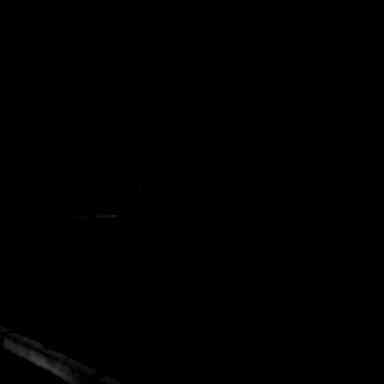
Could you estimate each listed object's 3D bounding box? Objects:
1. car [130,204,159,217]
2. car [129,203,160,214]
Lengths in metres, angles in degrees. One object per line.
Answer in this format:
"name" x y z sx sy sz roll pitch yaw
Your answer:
"car" -5.340 2.167 37.054 1.994 1.385 4.181 -3 -2 32
"car" -7.567 2.664 53.363 2.128 1.511 4.902 -3 -2 32
